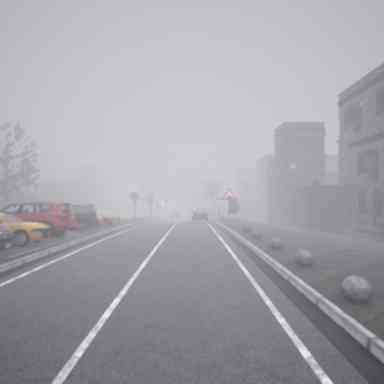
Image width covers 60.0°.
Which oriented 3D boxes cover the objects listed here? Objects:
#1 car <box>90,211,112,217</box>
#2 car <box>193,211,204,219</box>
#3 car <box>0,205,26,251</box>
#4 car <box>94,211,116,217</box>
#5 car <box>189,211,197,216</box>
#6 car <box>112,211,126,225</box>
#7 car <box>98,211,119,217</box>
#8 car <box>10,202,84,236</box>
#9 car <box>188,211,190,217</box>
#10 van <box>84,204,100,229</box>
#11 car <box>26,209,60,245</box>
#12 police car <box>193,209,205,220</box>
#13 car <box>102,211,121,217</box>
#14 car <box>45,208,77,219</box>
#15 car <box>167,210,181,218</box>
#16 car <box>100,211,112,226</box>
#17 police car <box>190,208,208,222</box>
[{"bbox_3d":[-21.766,5.350,79.987,4.674,1.452,2.002,0,-4,0],"label":"car"},{"bbox_3d":[1.075,4.022,58.408,1.812,1.442,4.674,0,-4,0],"label":"car"},{"bbox_3d":[-9.464,1.529,13.099,4.553,1.767,2.185,0,-2,0],"label":"car"},{"bbox_3d":[-21.748,5.519,83.259,4.892,1.521,2.231,0,-4,0],"label":"car"},{"bbox_3d":[0.246,6.164,93.919,2.033,1.411,5.357,0,-4,0],"label":"car"},{"bbox_3d":[-9.353,2.356,31.180,5.366,1.575,1.946,0,-3,0],"label":"car"},{"bbox_3d":[-21.743,5.726,86.526,5.008,1.535,2.097,0,-4,0],"label":"car"},{"bbox_3d":[-9.512,1.603,19.053,5.566,2.045,2.435,0,-2,0],"label":"car"},{"bbox_3d":[0.184,5.030,78.915,2.097,1.767,4.553,0,-4,0],"label":"car"},{"bbox_3d":[-9.631,1.870,25.240,4.442,1.987,1.878,0,-2,0],"label":"van"},{"bbox_3d":[-9.463,1.756,16.129,5.008,1.535,2.097,0,-2,0],"label":"car"},{"bbox_3d":[1.051,3.546,52.531,1.930,1.638,5.238,0,-4,0],"label":"police car"},{"bbox_3d":[-21.720,5.966,89.666,4.674,1.452,2.002,0,-4,0],"label":"car"},{"bbox_3d":[-21.918,3.640,55.711,4.553,1.767,2.185,0,-4,0],"label":"car"},{"bbox_3d":[-3.151,4.386,64.615,2.128,1.511,4.902,0,-4,1],"label":"car"},{"bbox_3d":[-9.558,2.099,28.270,4.553,1.767,2.185,0,-3,0],"label":"car"},{"bbox_3d":[1.019,2.918,42.541,1.930,1.638,5.238,0,-3,0],"label":"police car"}]
